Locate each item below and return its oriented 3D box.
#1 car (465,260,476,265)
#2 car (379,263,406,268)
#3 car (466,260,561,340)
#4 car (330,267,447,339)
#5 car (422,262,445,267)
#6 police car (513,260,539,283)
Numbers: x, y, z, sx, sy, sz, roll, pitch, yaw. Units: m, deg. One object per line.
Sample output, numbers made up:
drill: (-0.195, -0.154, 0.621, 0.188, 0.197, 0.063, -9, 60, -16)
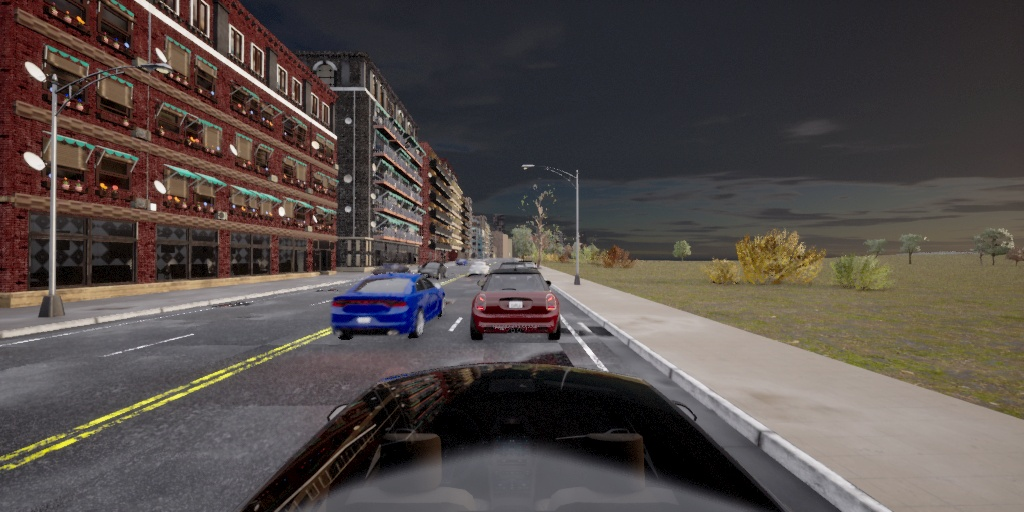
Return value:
car: (-3.222, 1.279, 35.848, 1.812, 1.442, 4.674, 0, 0, 0)
car: (-9.908, 1.301, 29.619, 2.033, 1.411, 5.357, 0, 0, 0)
car: (0.075, 1.104, 10.100, 2.097, 1.767, 4.553, 0, 0, 0)
car: (-3.170, 1.229, 10.134, 1.882, 1.535, 5.008, 0, 0, 0)
car: (-6.660, 1.258, 30.096, 1.837, 1.490, 4.892, 0, 0, 0)
police car: (1.079, 1.179, 29.369, 1.930, 1.638, 5.238, 0, 0, 0)
